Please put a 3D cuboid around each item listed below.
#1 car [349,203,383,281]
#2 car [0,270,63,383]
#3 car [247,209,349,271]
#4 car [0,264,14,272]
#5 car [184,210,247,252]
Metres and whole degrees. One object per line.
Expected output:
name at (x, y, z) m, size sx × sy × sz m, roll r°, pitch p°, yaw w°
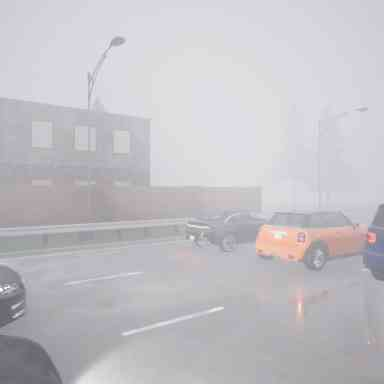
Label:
car at (6.642, 1.221, 8.545) m, size 5.566 × 2.045 × 2.150 m, roll 0°, pitch 0°, yaw -35°
car at (-2.804, 1.564, 1.754) m, size 4.181 × 1.385 × 1.994 m, roll 0°, pitch 0°, yaw -35°
car at (4.311, 1.352, 11.184) m, size 4.553 × 1.767 × 2.097 m, roll 0°, pitch 0°, yaw -35°
car at (-4.973, 1.492, 4.495) m, size 4.902 × 1.511 × 2.128 m, roll 0°, pitch 0°, yaw -36°
car at (1.989, 1.491, 13.829) m, size 4.902 × 1.511 × 2.128 m, roll 0°, pitch 0°, yaw -35°
